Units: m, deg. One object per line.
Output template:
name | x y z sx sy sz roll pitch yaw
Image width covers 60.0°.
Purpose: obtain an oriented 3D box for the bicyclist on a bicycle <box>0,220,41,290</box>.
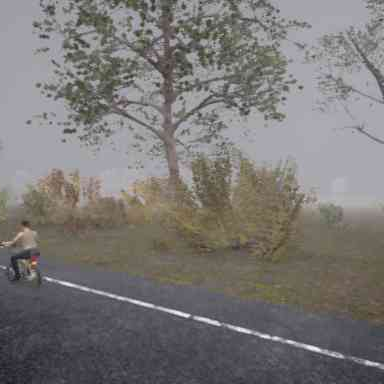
bicyclist on a bicycle | -4.034 1.463 7.955 1.509 1.612 0.866 0 0 35
